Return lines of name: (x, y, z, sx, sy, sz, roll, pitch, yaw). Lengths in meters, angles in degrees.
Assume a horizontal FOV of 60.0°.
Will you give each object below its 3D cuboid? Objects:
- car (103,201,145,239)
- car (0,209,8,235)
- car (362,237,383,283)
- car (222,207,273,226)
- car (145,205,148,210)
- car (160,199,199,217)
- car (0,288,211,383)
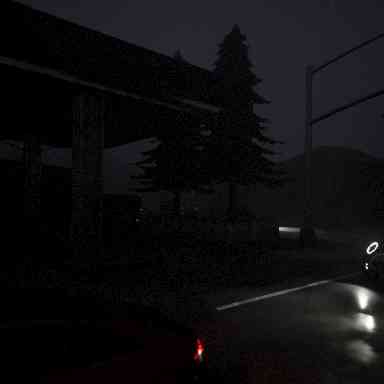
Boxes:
car: (-4.521, 1.445, 18.297, 1.905, 1.878, 3.866, 1, 0, -36)
car: (-11.653, 1.520, 18.479, 2.242, 1.667, 4.611, 1, 0, -36)
car: (6.503, 1.427, 8.725, 4.553, 1.767, 2.097, 1, 0, -34)
car: (4.097, 1.814, 25.028, 1.994, 1.385, 4.181, 1, 0, -35)
car: (-7.471, 1.662, 41.331, 2.033, 1.411, 5.357, 1, 0, -35)
car: (-1.322, 1.539, 32.667, 2.097, 1.767, 4.553, 1, 0, -36)
car: (-1.858, 1.620, 2.681, 4.181, 1.385, 1.994, 1, -1, -36)
